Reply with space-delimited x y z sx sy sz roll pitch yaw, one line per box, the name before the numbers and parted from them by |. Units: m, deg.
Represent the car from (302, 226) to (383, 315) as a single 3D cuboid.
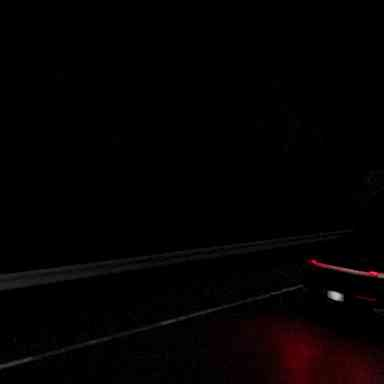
car | 4.310 1.468 6.828 4.902 1.511 2.128 0 0 -36
